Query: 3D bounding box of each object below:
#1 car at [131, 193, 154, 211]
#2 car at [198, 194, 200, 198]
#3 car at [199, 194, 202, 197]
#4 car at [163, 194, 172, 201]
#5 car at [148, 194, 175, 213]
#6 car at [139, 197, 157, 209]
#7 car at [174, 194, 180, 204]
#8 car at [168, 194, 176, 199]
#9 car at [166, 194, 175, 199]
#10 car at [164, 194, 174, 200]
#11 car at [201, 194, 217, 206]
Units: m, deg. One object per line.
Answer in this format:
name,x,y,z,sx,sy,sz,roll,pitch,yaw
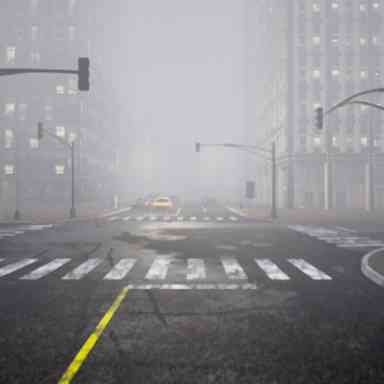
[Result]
car,-5.666,1.276,37.921,1.967,1.590,4.097,1,0,0
car,2.718,1.283,65.865,1.947,1.339,4.313,1,0,0
car,2.718,1.266,60.458,1.752,1.417,4.829,1,0,0
car,-5.659,1.214,76.947,1.887,1.381,4.507,1,0,0
car,-3.085,1.327,34.941,1.882,1.535,5.008,0,1,0
car,-5.667,1.394,43.497,1.802,1.307,4.206,1,0,0
car,-3.025,1.238,55.585,1.882,1.535,5.008,0,0,0
car,-5.656,1.150,93.673,2.008,1.369,4.403,1,0,0
car,-5.657,1.167,88.098,1.887,1.381,4.507,1,0,0
car,-5.658,1.197,82.523,2.008,1.369,4.403,1,0,0
car,2.714,1.371,49.132,1.802,1.307,4.206,1,0,0
